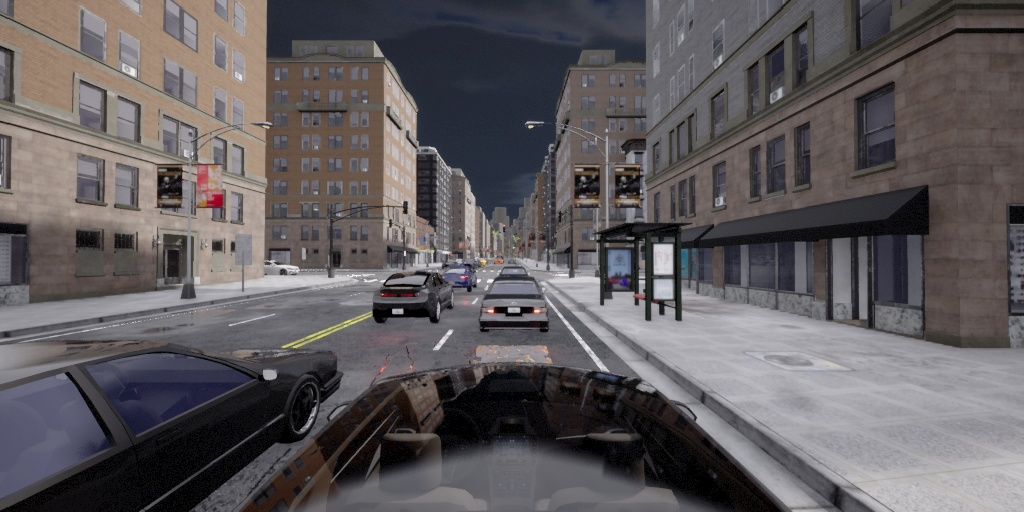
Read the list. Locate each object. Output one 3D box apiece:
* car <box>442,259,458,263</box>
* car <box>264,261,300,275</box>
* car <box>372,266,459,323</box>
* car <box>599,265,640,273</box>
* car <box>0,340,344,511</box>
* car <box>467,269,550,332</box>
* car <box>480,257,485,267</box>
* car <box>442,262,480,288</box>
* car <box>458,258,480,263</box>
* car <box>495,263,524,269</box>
[{"bbox_3d":[-9.804,1.273,56.890,1.837,1.490,4.892,0,0,3],"label":"car"},{"bbox_3d":[-22.622,1.155,33.836,4.674,1.442,1.812,0,-1,-1],"label":"car"},{"bbox_3d":[-3.138,1.258,12.142,1.837,1.490,4.892,0,0,-1],"label":"car"},{"bbox_3d":[13.126,1.386,43.908,4.892,1.490,1.837,0,-1,0],"label":"car"},{"bbox_3d":[-3.149,1.298,2.268,2.033,1.411,5.357,0,0,0],"label":"car"},{"bbox_3d":[0.081,1.300,10.803,2.033,1.411,5.357,0,0,1],"label":"car"},{"bbox_3d":[-6.557,1.260,64.339,2.128,1.511,4.902,0,0,0],"label":"car"},{"bbox_3d":[-3.152,1.282,21.181,1.812,1.442,4.674,0,0,0],"label":"car"},{"bbox_3d":[-6.590,1.121,55.199,2.097,1.767,4.553,0,0,0],"label":"car"},{"bbox_3d":[0.090,1.304,20.860,2.033,1.411,5.357,0,0,0],"label":"car"}]
